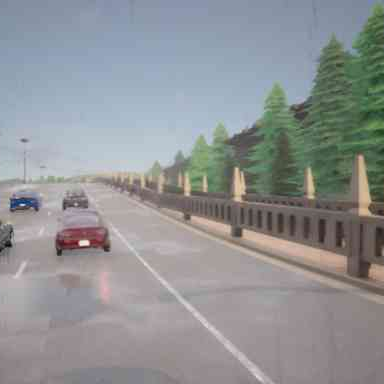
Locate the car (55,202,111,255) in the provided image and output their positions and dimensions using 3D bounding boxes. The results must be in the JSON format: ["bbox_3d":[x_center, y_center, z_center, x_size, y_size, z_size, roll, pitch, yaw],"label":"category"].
[{"bbox_3d":[-4.294,1.404,13.039,1.812,1.442,4.674,-1,3,-20],"label":"car"}]

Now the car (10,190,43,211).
[{"bbox_3d":[-12.637,0.579,25.536,1.882,1.535,5.008,-1,4,-20],"label":"car"}]

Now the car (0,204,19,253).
[{"bbox_3d":[-7.376,1.485,11.266,1.837,1.490,4.892,-1,3,-20],"label":"car"}]

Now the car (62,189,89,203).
[{"bbox_3d":[-9.220,0.542,26.371,2.128,1.511,4.902,-1,4,-20],"label":"car"}]
